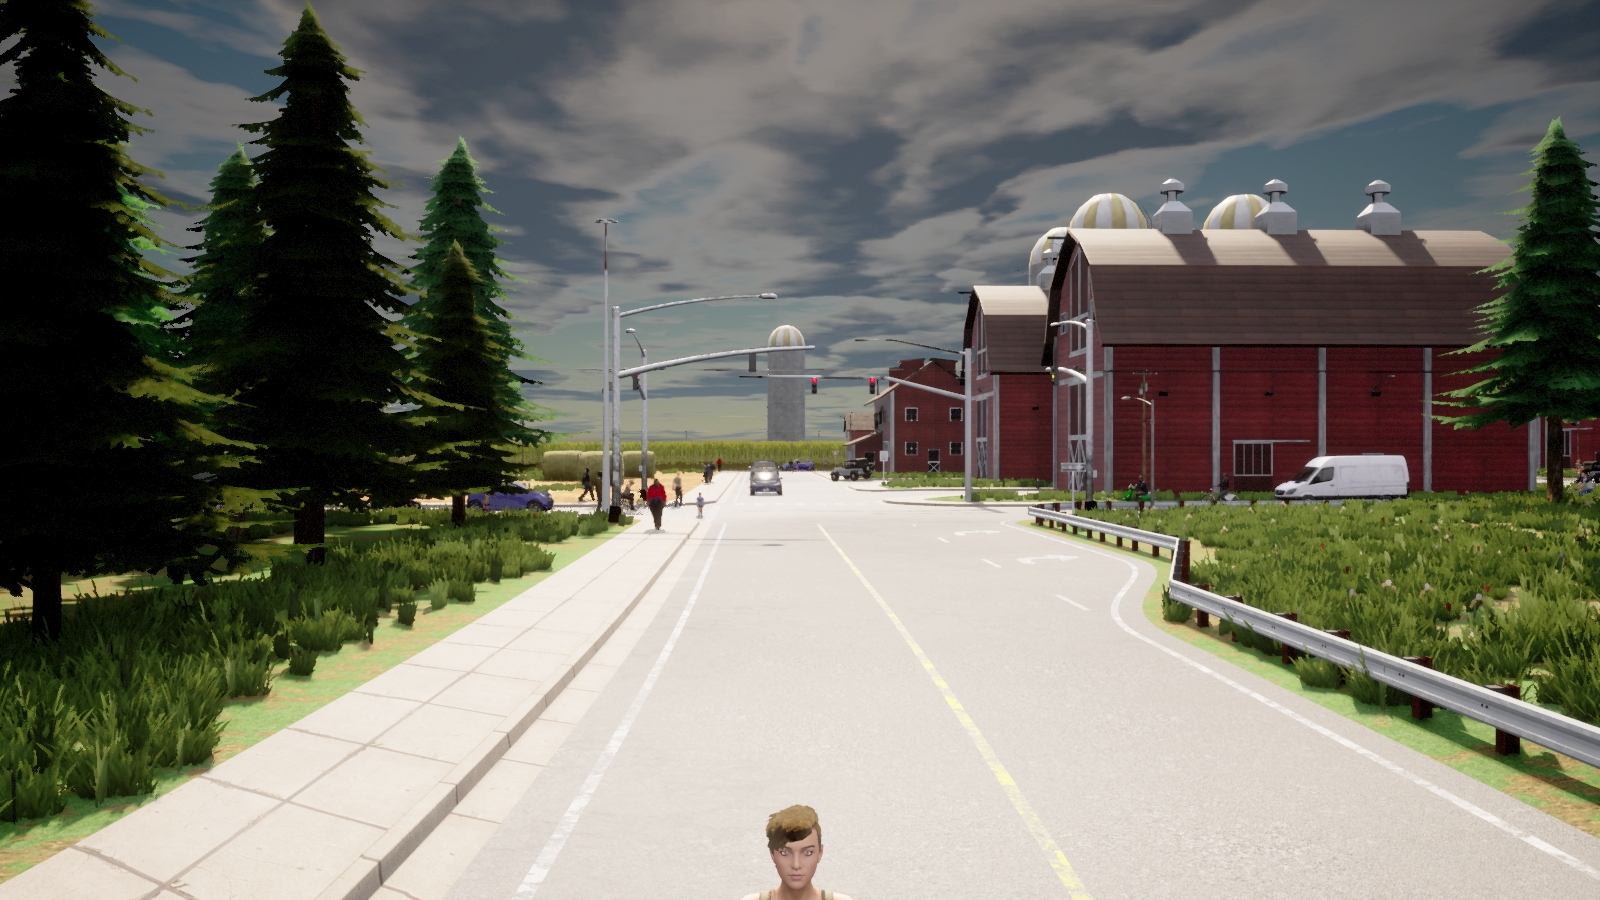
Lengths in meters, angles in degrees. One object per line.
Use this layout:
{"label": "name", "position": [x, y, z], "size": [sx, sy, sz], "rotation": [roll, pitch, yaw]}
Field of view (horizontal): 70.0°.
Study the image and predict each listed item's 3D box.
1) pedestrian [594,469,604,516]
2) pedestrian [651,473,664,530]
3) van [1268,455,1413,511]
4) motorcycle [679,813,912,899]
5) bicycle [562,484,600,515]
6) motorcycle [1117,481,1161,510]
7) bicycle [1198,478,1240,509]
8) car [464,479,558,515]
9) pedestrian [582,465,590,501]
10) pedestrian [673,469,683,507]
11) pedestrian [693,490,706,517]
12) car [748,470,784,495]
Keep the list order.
{"label": "pedestrian", "position": [-8.057, 1.699, 45.829], "size": [0.375, 1.860, 0.375], "rotation": [0, 0, -8]}
{"label": "pedestrian", "position": [-4.651, 1.672, 37.359], "size": [0.375, 1.860, 0.375], "rotation": [0, 0, -2]}
{"label": "van", "position": [25.539, 1.535, 54.103], "size": [5.915, 2.561, 1.988], "rotation": [-1, 0, -1]}
{"label": "motorcycle", "position": [-0.013, 2.128, 3.457], "size": [0.764, 1.307, 2.356], "rotation": [0, 0, 0]}
{"label": "bicycle", "position": [-9.558, 2.161, 49.927], "size": [1.487, 1.276, 0.859], "rotation": [0, 0, -1]}
{"label": "motorcycle", "position": [15.989, 2.145, 53.899], "size": [1.805, 1.316, 0.856], "rotation": [0, 0, -1]}
{"label": "bicycle", "position": [19.800, 2.064, 53.998], "size": [1.835, 1.471, 0.329], "rotation": [0, 0, -1]}
{"label": "car", "position": [-12.578, 2.041, 49.859], "size": [3.633, 1.501, 1.845], "rotation": [0, 0, -1]}
{"label": "pedestrian", "position": [-10.974, 1.690, 58.639], "size": [0.375, 1.860, 0.375], "rotation": [0, 0, -2]}
{"label": "pedestrian", "position": [-5.981, 1.844, 56.036], "size": [0.375, 1.860, 0.375], "rotation": [0, 0, 15]}
{"label": "pedestrian", "position": [-4.171, 2.222, 47.579], "size": [0.500, 1.100, 0.500], "rotation": [0, 0, -2]}
{"label": "car", "position": [-2.153, 2.036, 72.119], "size": [2.163, 1.488, 4.792], "rotation": [0, 0, -2]}
